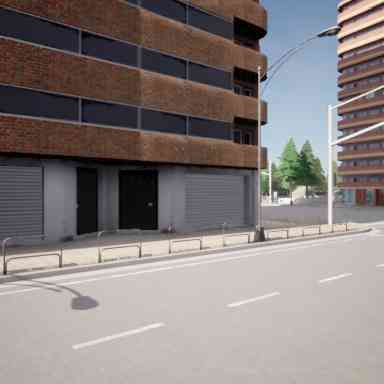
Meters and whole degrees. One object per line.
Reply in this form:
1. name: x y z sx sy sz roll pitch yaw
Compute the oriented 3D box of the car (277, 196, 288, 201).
1. car: 20.341 1.469 72.034 4.674 1.442 1.812 0 0 -35
